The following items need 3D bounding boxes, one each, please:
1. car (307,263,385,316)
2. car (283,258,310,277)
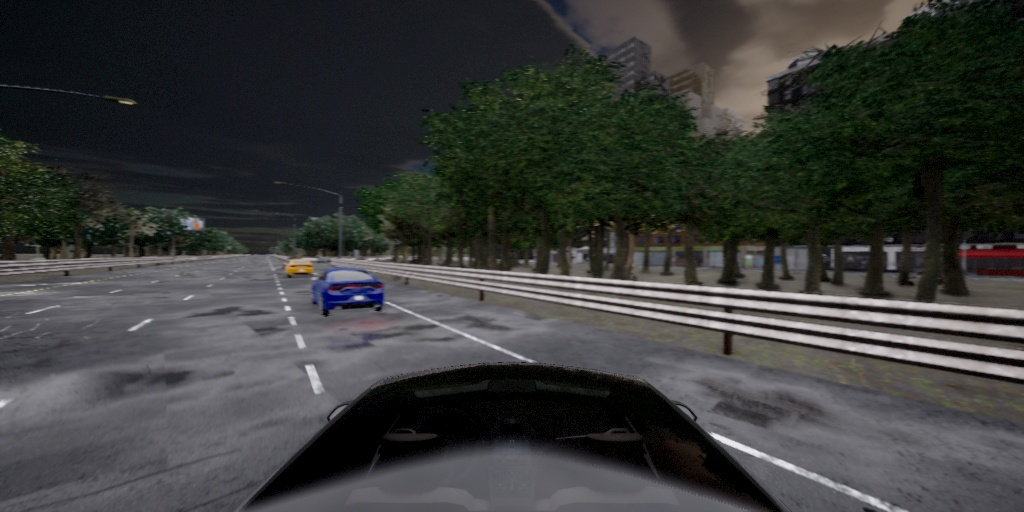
[{"bbox_3d":[-6.209,1.175,13.337,1.882,1.535,5.008,1,-1,-34],"label":"car"},{"bbox_3d":[-19.237,1.045,32.428,1.882,1.535,5.008,1,0,-34],"label":"car"}]
